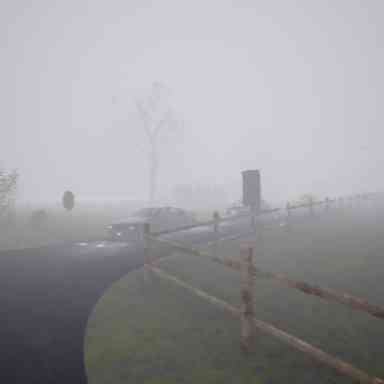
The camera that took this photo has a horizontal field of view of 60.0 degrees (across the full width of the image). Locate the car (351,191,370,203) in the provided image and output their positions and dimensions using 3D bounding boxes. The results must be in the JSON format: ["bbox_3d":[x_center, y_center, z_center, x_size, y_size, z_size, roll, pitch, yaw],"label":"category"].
[{"bbox_3d":[23.521,0.662,46.430,2.128,1.511,4.902,-2,0,37],"label":"car"}]

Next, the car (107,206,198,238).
[{"bbox_3d":[-1.788,1.470,17.259,2.033,1.411,5.357,-2,0,35],"label":"car"}]

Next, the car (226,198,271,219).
[{"bbox_3d":[4.413,1.233,25.651,2.128,1.511,4.902,-2,0,37],"label":"car"}]

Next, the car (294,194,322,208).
[{"bbox_3d":[13.047,0.971,37.243,1.882,1.535,5.008,-2,-1,37],"label":"car"}]
